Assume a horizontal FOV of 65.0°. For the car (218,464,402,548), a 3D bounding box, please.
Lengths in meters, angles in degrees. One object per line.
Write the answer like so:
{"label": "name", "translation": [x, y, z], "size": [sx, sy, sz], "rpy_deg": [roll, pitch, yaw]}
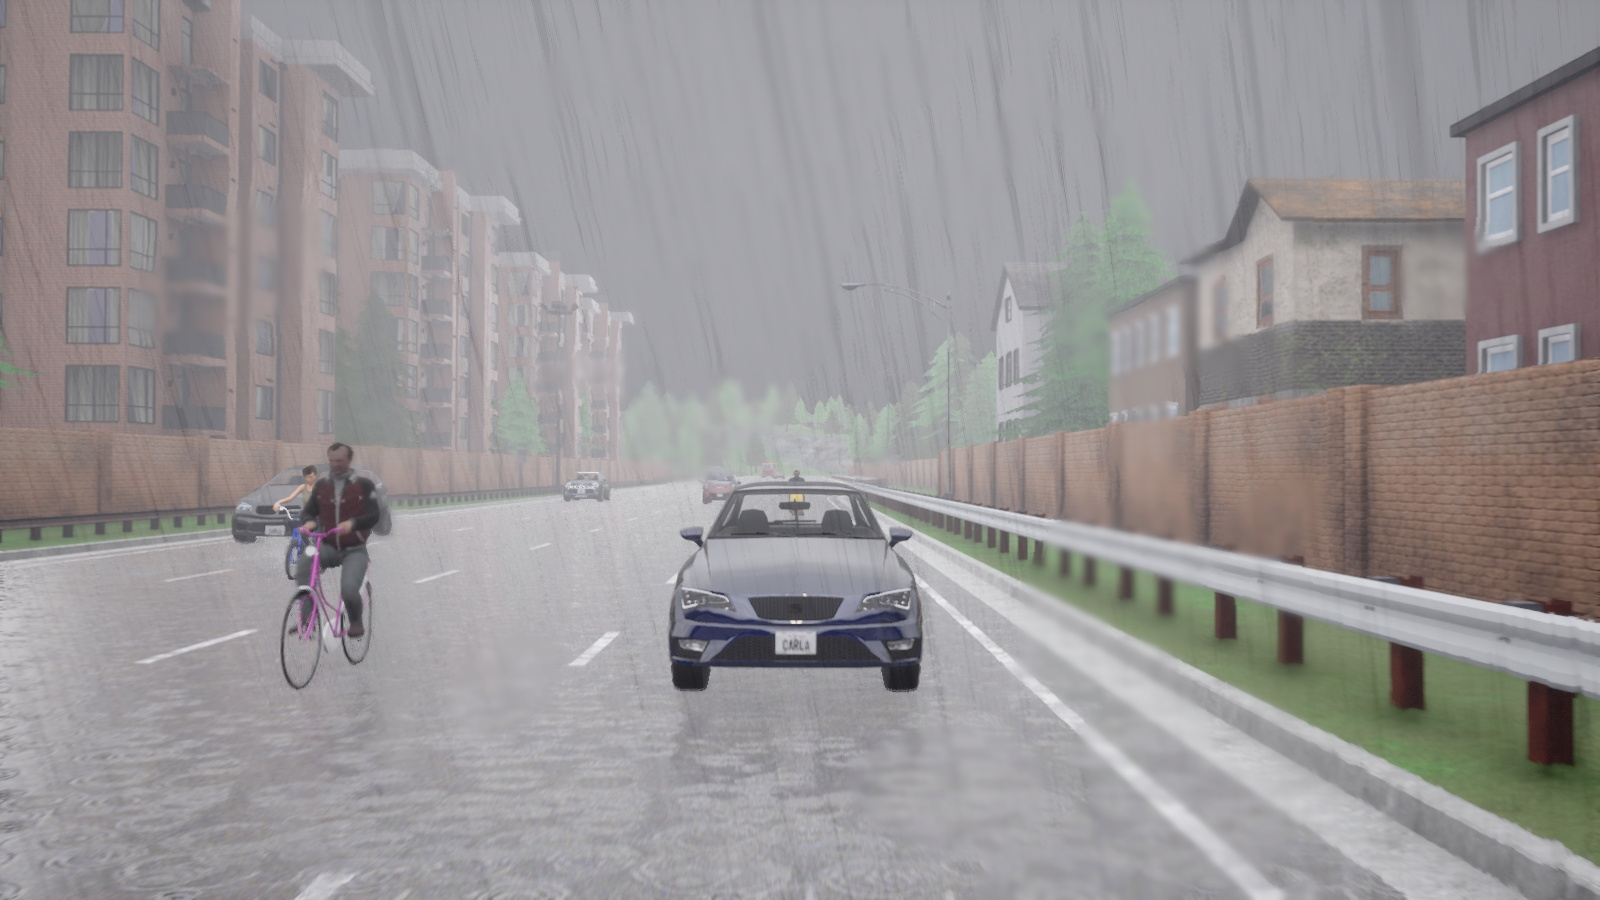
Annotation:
{"label": "car", "translation": [-10.567, 1.162, 27.504], "size": [2.242, 1.667, 4.611], "rpy_deg": [0, -1, 0]}

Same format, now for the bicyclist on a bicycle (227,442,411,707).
{"label": "bicyclist on a bicycle", "translation": [-3.523, 0.856, 9.376], "size": [0.659, 1.776, 1.843], "rpy_deg": [0, -1, 0]}

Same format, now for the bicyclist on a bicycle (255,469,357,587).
{"label": "bicyclist on a bicycle", "translation": [-7.039, 1.080, 17.981], "size": [0.866, 1.612, 1.509], "rpy_deg": [0, -1, 0]}

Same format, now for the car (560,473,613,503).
{"label": "car", "translation": [-10.652, 1.875, 62.886], "size": [1.970, 1.475, 3.806], "rpy_deg": [0, -1, 0]}

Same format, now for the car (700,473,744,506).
{"label": "car", "translation": [-3.642, 1.829, 58.891], "size": [1.845, 1.501, 3.633], "rpy_deg": [0, -1, 0]}

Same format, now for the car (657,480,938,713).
{"label": "car", "translation": [-0.025, 1.000, 10.237], "size": [1.816, 1.474, 4.193], "rpy_deg": [0, -1, 0]}
